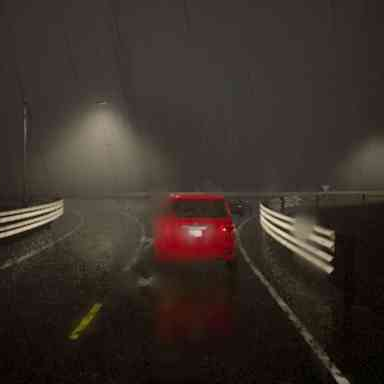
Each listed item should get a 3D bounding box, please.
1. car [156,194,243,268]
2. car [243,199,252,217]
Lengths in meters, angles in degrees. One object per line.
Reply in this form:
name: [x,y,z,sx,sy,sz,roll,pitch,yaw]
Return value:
car: [0.215,1.053,10.752,2.150,2.045,5.566,0,1,3]
car: [3.490,1.152,26.355,1.994,1.385,4.181,0,1,21]
